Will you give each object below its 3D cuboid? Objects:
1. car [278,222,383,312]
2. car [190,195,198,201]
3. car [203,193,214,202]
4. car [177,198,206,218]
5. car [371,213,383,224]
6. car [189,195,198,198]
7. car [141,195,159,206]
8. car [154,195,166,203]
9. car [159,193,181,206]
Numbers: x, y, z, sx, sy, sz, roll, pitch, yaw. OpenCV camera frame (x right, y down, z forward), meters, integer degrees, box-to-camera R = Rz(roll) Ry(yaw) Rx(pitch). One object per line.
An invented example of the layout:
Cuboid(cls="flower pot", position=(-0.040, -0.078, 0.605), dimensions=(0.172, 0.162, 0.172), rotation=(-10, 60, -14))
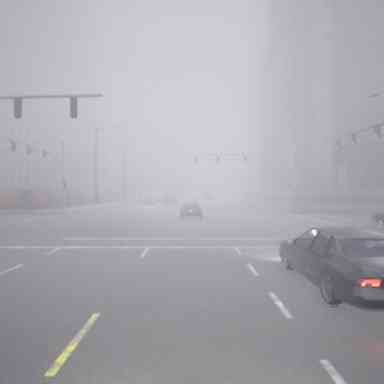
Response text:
Cuboid(cls="car", position=(3.575, 1.546, 7.968), dimensions=(2.033, 1.411, 5.357), rotation=(0, 0, 0))
Cuboid(cls="car", position=(0.471, 1.435, 86.050), dimensions=(2.033, 1.411, 5.357), rotation=(0, 0, 1))
Cuboid(cls="car", position=(3.802, 1.202, 75.382), dimensions=(2.150, 2.045, 5.566), rotation=(0, 0, 1))
Cuboid(cls="car", position=(-0.072, 1.557, 30.071), dimensions=(1.994, 1.385, 4.181), rotation=(0, 0, 0))
Cuboid(cls="car", position=(14.018, 1.596, 20.795), dimensions=(4.718, 1.301, 1.895), rotation=(0, 0, 0))
Cuboid(cls="car", position=(0.309, 1.503, 75.820), dimensions=(2.128, 1.511, 4.902), rotation=(0, 0, 1))
Cuboid(cls="car", position=(-7.077, 1.551, 54.946), dimensions=(1.994, 1.385, 4.181), rotation=(0, 0, 1))
Cuboid(cls="car", position=(-6.776, 1.460, 70.515), dimensions=(1.882, 1.535, 5.008), rotation=(0, 0, 1))
Cuboid(cls="car", position=(-3.572, 1.209, 55.005), dimensions=(2.150, 2.045, 5.566), rotation=(0, 0, 1))
